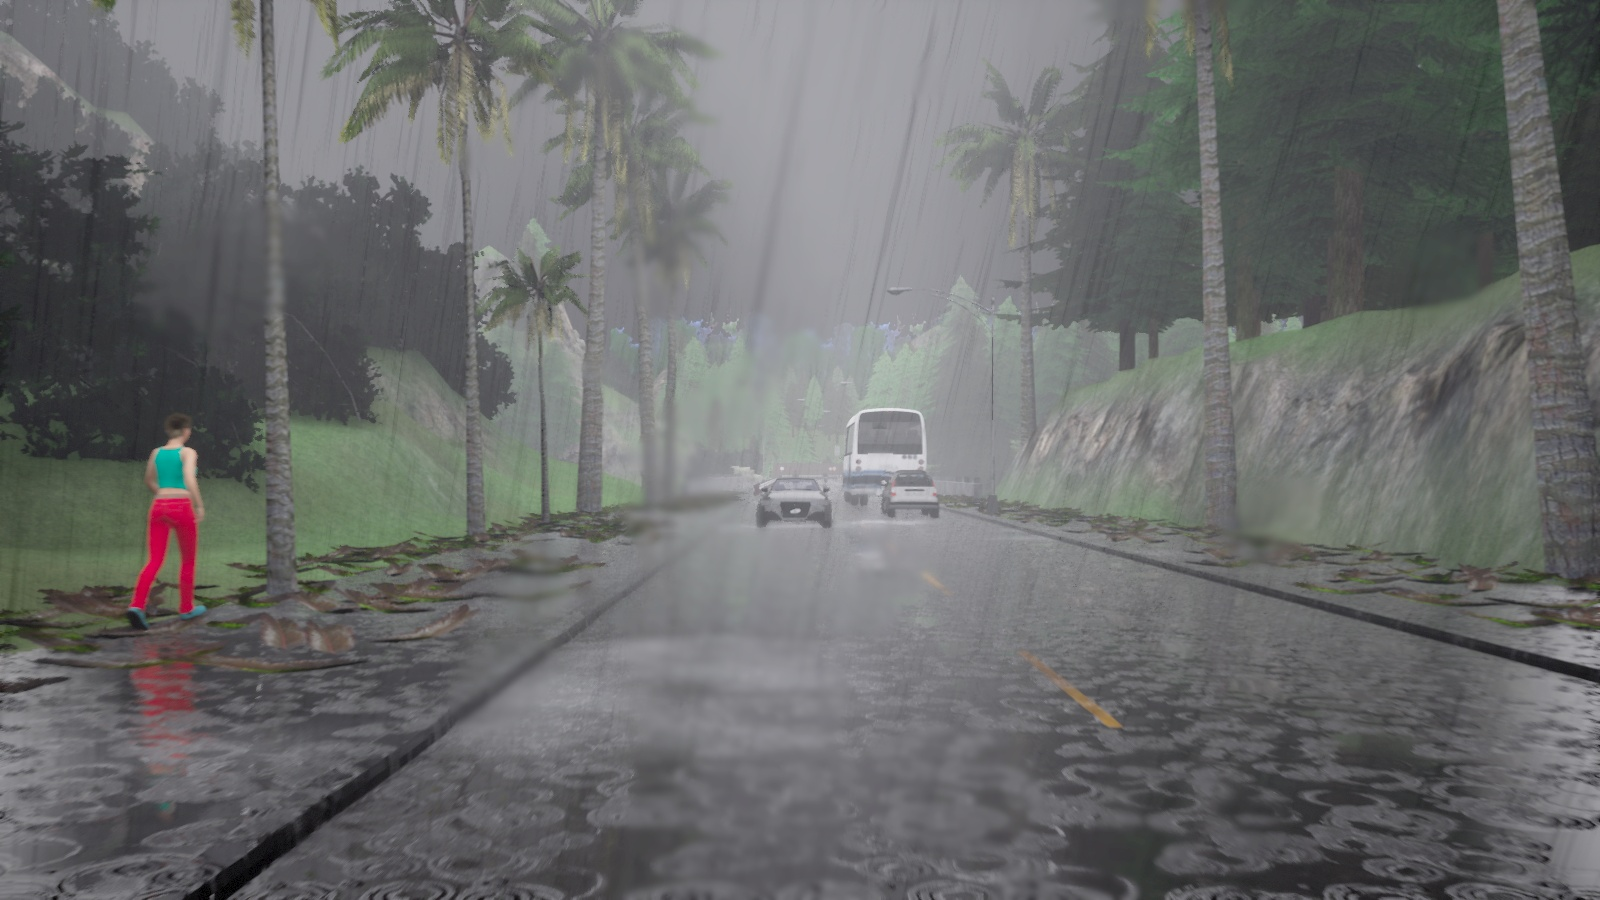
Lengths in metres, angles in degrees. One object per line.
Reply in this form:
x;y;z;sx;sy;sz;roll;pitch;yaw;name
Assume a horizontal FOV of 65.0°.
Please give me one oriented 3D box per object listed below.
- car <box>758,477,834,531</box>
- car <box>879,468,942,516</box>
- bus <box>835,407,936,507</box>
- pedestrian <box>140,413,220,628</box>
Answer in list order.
-0.114;1.463;34.869;1.994;1.385;4.181;0;-1;0;car
3.852;1.438;44.276;1.851;1.617;3.988;0;-1;0;car
3.795;0.409;58.885;3.944;4.253;10.273;0;-1;0;bus
-5.436;0.605;11.025;0.345;1.836;0.594;0;-1;9;pedestrian
